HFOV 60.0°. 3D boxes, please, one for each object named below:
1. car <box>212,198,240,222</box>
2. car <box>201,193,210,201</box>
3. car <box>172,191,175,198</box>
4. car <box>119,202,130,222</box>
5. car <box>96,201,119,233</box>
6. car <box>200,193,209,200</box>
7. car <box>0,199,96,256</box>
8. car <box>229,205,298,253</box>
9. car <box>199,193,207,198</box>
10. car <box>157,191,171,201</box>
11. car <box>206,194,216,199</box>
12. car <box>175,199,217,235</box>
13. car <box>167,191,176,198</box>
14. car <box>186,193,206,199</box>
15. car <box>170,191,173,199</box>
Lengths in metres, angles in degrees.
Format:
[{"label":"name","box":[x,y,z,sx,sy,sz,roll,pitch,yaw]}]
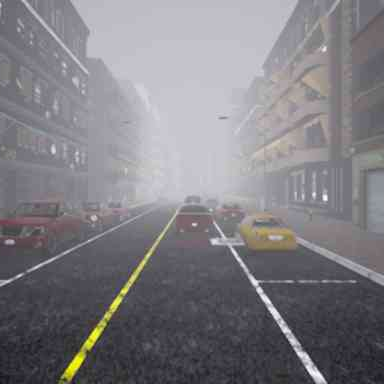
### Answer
[{"label":"car","box":[2.714,1.369,24.140,1.887,1.381,4.507,0,0,0]},{"label":"car","box":[2.757,1.017,69.398,1.752,1.417,4.829,0,0,0]},{"label":"car","box":[-5.614,0.953,80.513,1.887,1.381,4.507,0,0,0]},{"label":"car","box":[-5.667,1.369,24.153,1.887,1.381,4.507,0,0,0]},{"label":"car","box":[-5.672,1.305,18.515,1.967,1.590,4.097,0,0,0]},{"label":"car","box":[2.761,1.017,74.865,1.947,1.339,4.313,0,0,0]},{"label":"car","box":[-5.676,1.221,12.878,2.192,1.841,5.009,0,0,0]},{"label":"car","box":[2.703,1.430,13.038,1.752,1.417,4.829,0,0,0]},{"label":"car","box":[2.771,0.949,86.137,1.802,1.307,4.206,0,0,0]},{"label":"car","box":[-5.630,1.085,63.604,2.008,1.369,4.403,0,0,0]},{"label":"car","box":[2.735,1.210,46.684,2.008,1.369,4.403,0,0,0]},{"label":"car","box":[0.117,1.347,17.881,1.882,1.535,5.008,0,0,0]},{"label":"car","box":[-5.603,0.640,91.784,2.192,1.841,5.009,0,0,0]},{"label":"car","box":[0.133,1.094,35.391,2.097,1.767,4.553,0,0,0]},{"label":"car","box":[-5.625,1.043,69.241,2.008,1.369,4.403,0,0,0]}]
